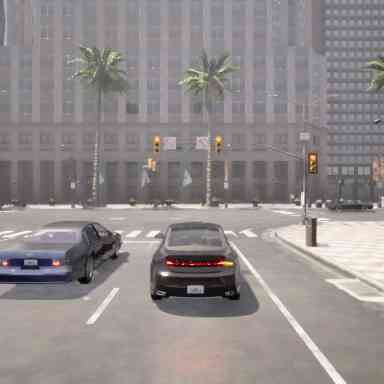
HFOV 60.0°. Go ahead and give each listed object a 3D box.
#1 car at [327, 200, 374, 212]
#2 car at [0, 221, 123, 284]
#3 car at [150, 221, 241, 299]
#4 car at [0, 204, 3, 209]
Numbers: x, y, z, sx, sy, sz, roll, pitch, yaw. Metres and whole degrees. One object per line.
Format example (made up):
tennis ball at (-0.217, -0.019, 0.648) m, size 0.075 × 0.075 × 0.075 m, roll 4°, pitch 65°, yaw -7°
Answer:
car at (18.215, 1.601, 38.483) m, size 4.718 × 1.301 × 1.895 m, roll 0°, pitch 0°, yaw 0°
car at (-3.422, 1.547, 9.597) m, size 2.033 × 1.411 × 5.357 m, roll 0°, pitch 0°, yaw 0°
car at (0.074, 1.505, 8.403) m, size 1.837 × 1.490 × 4.892 m, roll 0°, pitch 0°, yaw 0°
car at (-24.736, 1.601, 38.584) m, size 4.718 × 1.301 × 1.895 m, roll 0°, pitch 0°, yaw 0°
